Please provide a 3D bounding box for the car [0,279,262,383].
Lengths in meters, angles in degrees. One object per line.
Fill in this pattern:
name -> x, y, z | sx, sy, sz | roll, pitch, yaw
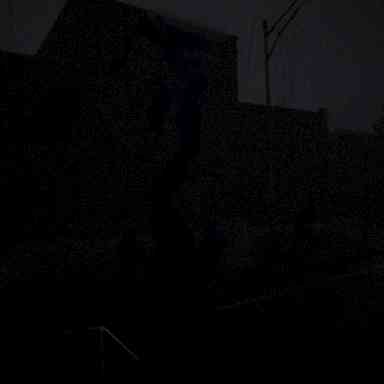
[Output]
car -> -1.693, 1.601, 2.784 | 4.718, 1.301, 1.895 | 0, 0, -36
